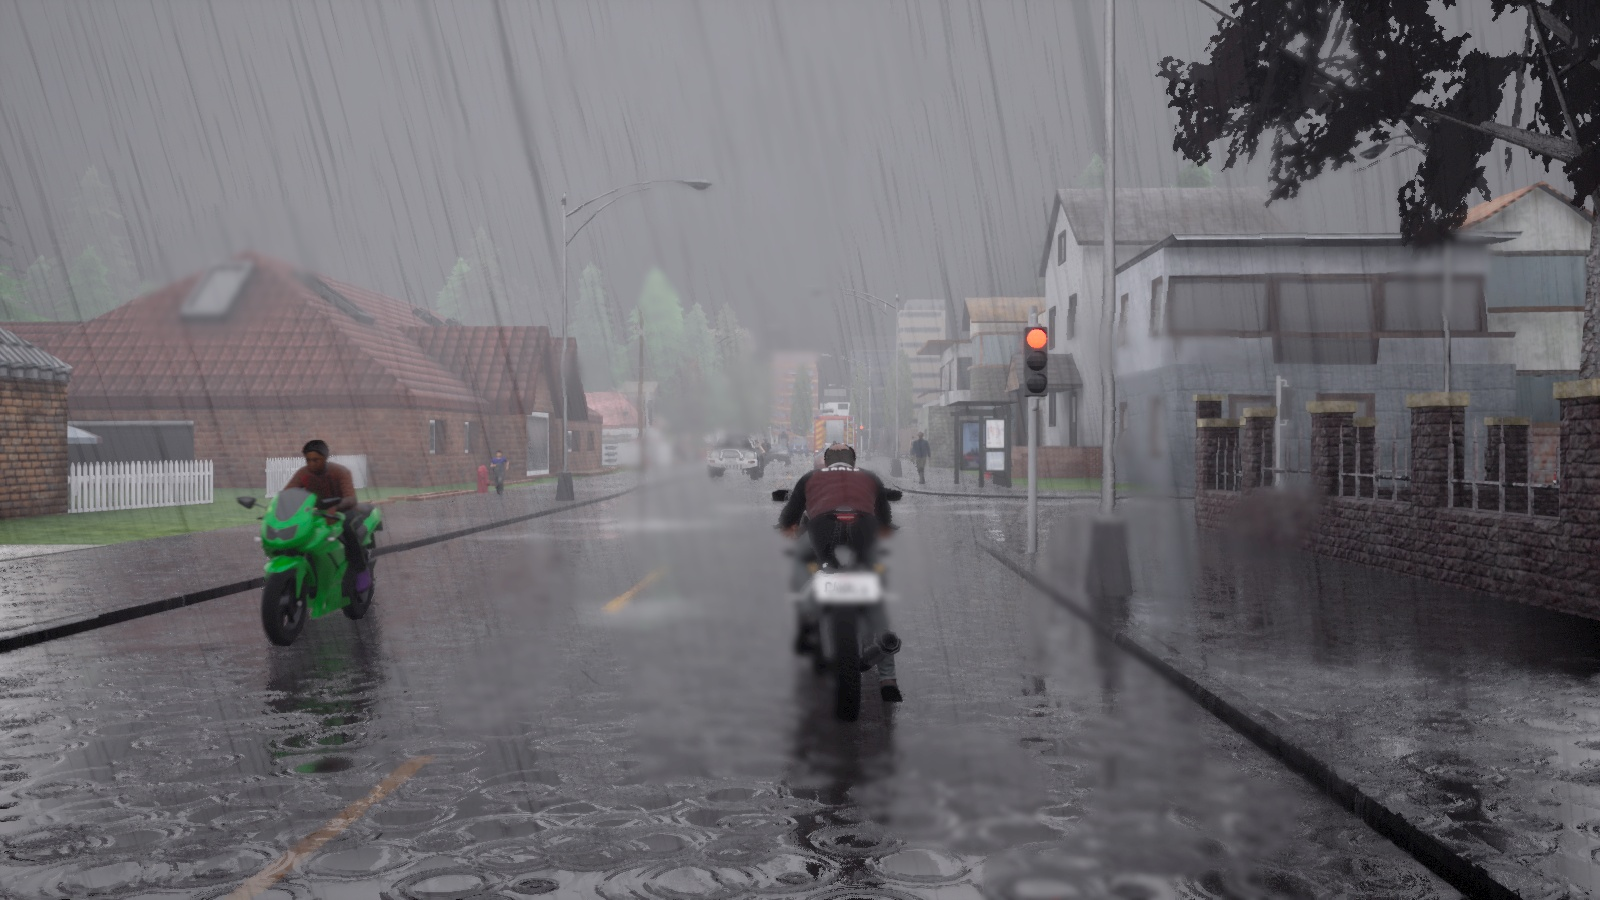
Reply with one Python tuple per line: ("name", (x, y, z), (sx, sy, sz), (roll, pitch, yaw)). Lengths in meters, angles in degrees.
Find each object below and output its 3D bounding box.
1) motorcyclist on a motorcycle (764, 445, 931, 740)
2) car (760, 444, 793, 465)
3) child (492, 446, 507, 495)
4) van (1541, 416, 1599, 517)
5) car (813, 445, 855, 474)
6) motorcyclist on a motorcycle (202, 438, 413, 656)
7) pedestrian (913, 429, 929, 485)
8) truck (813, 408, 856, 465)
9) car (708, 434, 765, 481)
("motorcyclist on a motorcycle", (0.244, 0.739, 7.623), (0.866, 1.530, 2.191), (0, 0, 0))
("car", (-1.592, 0.298, 87.660), (2.033, 1.411, 5.357), (0, 0, 2))
("child", (-7.868, 0.537, 32.880), (0.270, 1.263, 0.437), (0, 0, 0))
("van", (18.371, 0.336, 26.301), (4.480, 2.038, 2.069), (0, 0, -1))
("car", (1.705, 0.459, 62.478), (1.994, 1.385, 4.181), (0, 0, 2))
("motorcyclist on a motorcycle", (-3.751, 0.670, 9.780), (0.797, 1.523, 2.044), (0, 0, 1))
("pedestrian", (4.038, 0.223, 41.806), (0.402, 1.842, 0.726), (0, 0, 17))
("truck", (2.443, -0.918, 88.847), (2.891, 3.827, 8.468), (0, 0, 1))
("car", (-2.569, 0.268, 52.005), (1.932, 1.855, 4.605), (0, 0, 2))
